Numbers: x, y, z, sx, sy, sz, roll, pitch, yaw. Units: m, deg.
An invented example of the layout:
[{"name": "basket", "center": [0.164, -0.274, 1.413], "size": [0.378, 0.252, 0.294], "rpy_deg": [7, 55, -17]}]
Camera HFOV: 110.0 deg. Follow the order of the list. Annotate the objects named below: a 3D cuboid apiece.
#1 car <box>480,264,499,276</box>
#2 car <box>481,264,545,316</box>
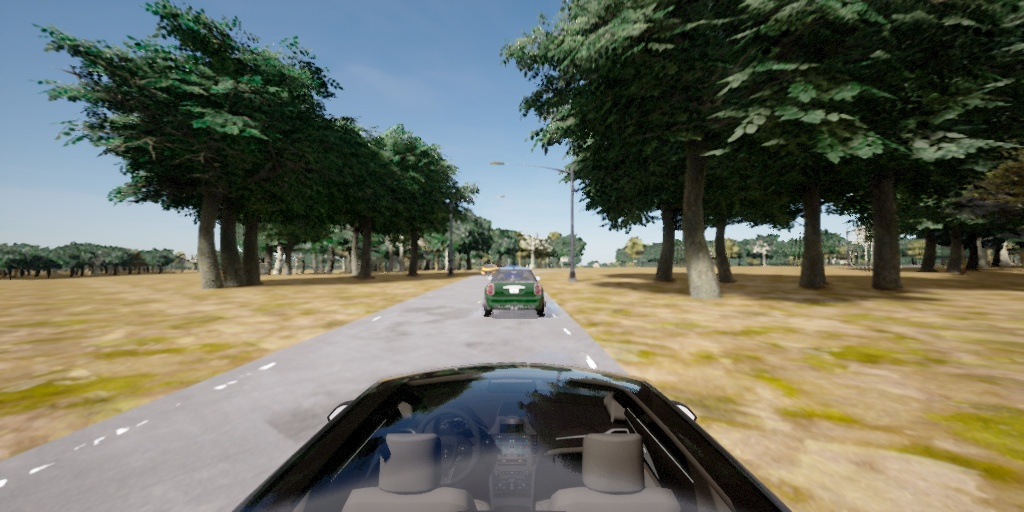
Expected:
[{"name": "car", "center": [-2.872, 1.828, 47.134], "size": [1.882, 1.535, 5.008], "rpy_deg": [0, -1, 3]}, {"name": "car", "center": [0.079, 1.204, 14.063], "size": [2.097, 1.767, 4.553], "rpy_deg": [0, -1, 0]}]
